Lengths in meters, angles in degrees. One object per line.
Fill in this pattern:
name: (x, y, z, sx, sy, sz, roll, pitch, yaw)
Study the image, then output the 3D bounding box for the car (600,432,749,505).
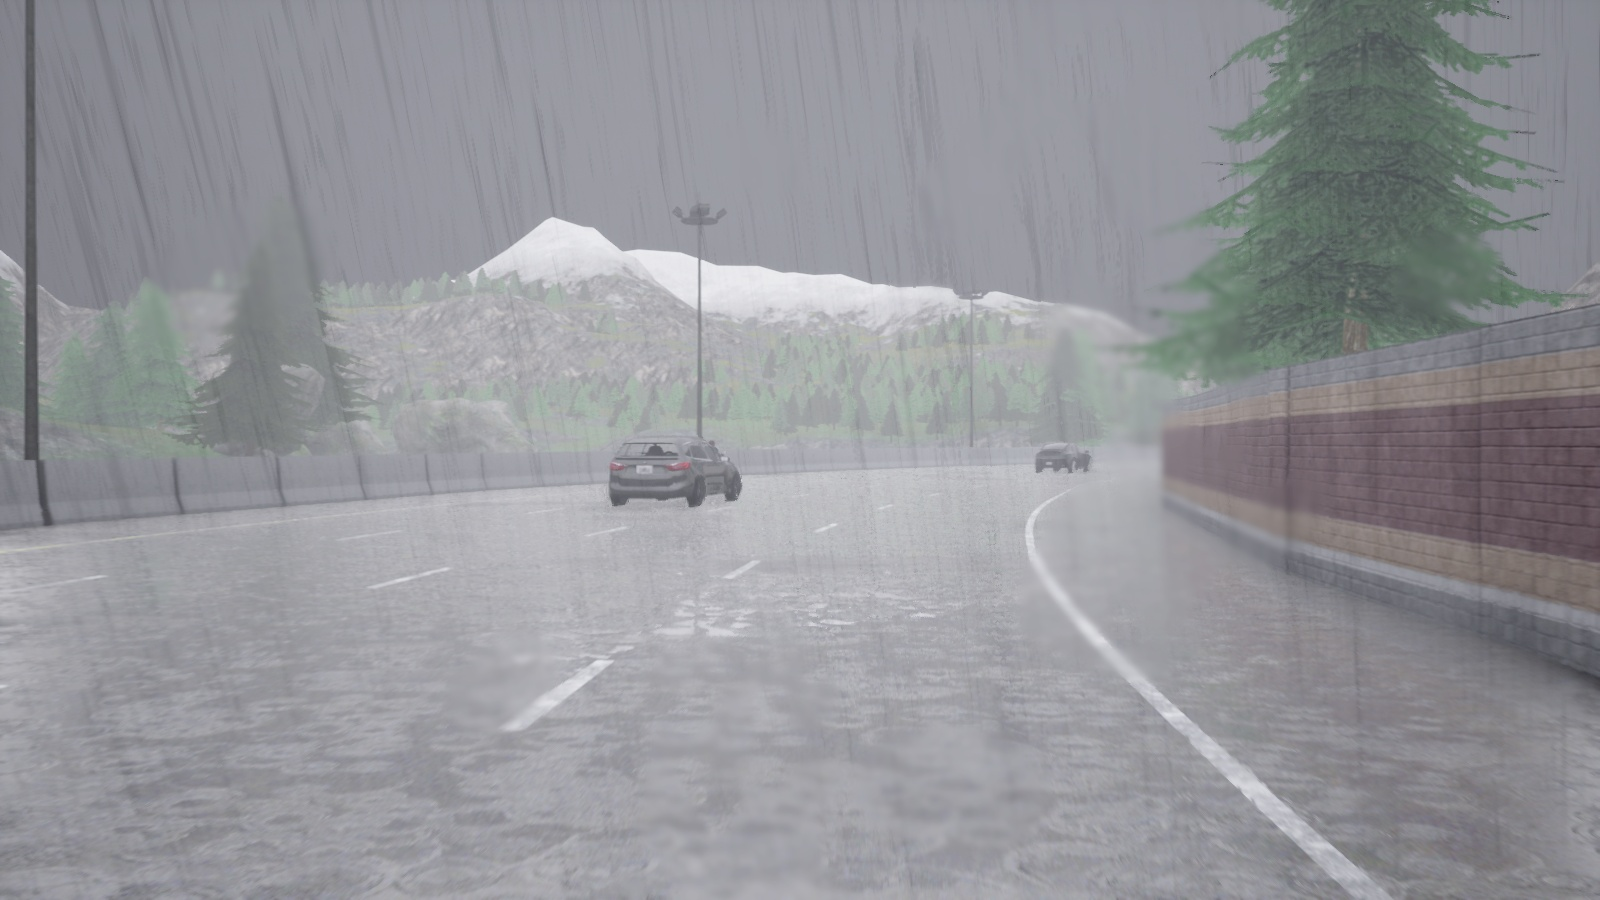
car: (-2.976, 0.412, 31.038, 2.242, 1.667, 4.611, 0, 0, 14)

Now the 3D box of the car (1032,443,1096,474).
car: (13.270, 0.412, 62.902, 1.837, 1.490, 4.892, 0, 0, 29)
